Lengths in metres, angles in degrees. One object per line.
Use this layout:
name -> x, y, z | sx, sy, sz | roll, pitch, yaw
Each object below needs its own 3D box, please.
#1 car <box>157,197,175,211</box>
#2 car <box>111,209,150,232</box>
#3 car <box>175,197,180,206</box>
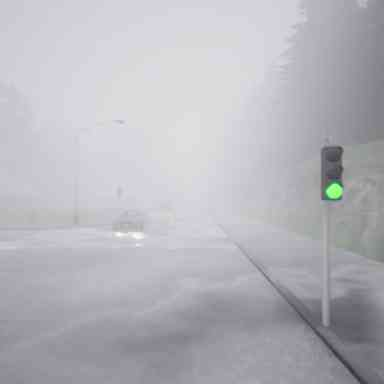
car -> -4.009, 1.878, 49.099 | 2.097, 1.767, 4.553 | 0, -1, 0
car -> -4.004, 1.865, 22.241 | 1.994, 1.385, 4.181 | 0, -1, 0
car -> -4.015, 2.056, 76.489 | 2.150, 2.045, 5.566 | 0, -1, 0
